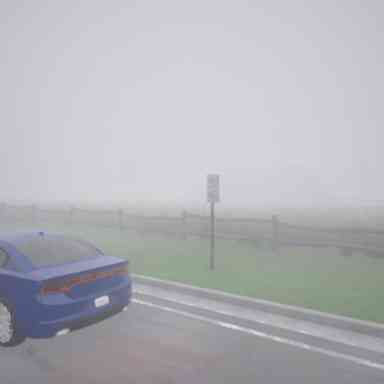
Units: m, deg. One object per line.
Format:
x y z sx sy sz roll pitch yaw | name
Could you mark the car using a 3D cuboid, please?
-3.352 1.465 6.383 5.008 1.535 1.882 0 0 36 | car
